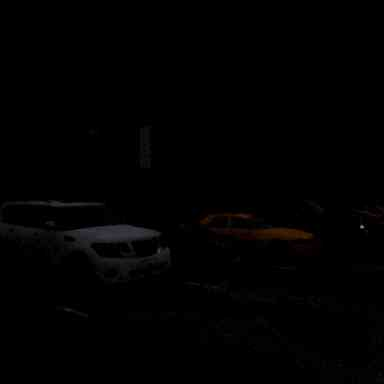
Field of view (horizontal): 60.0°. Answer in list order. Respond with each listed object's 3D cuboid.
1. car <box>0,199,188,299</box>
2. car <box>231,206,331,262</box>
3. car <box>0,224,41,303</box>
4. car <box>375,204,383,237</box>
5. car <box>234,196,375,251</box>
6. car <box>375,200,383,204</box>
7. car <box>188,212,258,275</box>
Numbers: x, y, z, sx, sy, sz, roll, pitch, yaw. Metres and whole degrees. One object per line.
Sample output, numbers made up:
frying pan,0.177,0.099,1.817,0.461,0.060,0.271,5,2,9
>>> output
car,-3.155,1.221,8.734,5.566,2.045,2.435,-1,-1,35
car,1.893,1.437,12.091,5.366,1.575,1.946,-1,-1,35
car,-5.608,1.518,7.009,4.792,1.488,2.163,-1,-1,35
car,6.653,1.457,15.640,4.674,1.452,2.002,-1,0,35
car,4.218,1.178,13.923,5.566,2.045,2.435,-1,-1,35
car,9.083,1.280,17.392,4.553,1.767,2.185,-1,-1,35
car,-0.694,1.487,10.454,4.792,1.488,2.163,-1,-1,35
